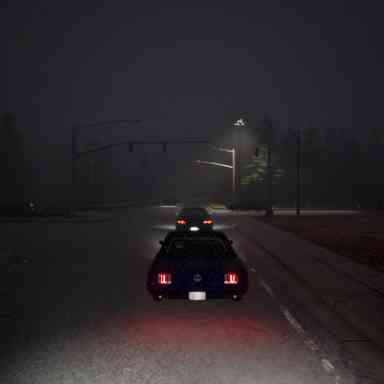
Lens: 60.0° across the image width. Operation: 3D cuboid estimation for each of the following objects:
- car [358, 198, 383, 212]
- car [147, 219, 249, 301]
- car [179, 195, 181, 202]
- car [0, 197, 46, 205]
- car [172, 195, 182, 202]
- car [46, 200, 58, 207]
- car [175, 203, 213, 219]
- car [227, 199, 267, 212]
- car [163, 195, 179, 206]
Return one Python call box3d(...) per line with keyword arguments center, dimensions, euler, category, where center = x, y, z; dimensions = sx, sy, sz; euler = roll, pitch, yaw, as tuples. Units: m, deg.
box3d(center=(21.538, 1.484, 37.922), dimensions=(4.902, 1.511, 2.128), euler=(0, 0, 1), category="car")
box3d(center=(0.103, 1.596, 8.263), dimensions=(1.895, 1.301, 4.718), euler=(0, 0, 0), category="car")
box3d(center=(-3.521, 1.522, 63.775), dimensions=(1.994, 1.385, 4.181), euler=(0, 0, 1), category="car")
box3d(center=(-18.326, 1.363, 34.959), dimensions=(4.553, 1.767, 2.097), euler=(0, 0, 1), category="car")
box3d(center=(-3.387, 1.428, 74.080), dimensions=(1.882, 1.535, 5.008), euler=(0, 0, 1), category="car")
box3d(center=(-17.816, 1.572, 38.650), dimensions=(4.181, 1.385, 1.994), euler=(0, 0, 1), category="car")
box3d(center=(0.108, 1.511, 17.318), dimensions=(1.812, 1.442, 4.674), euler=(0, 0, 0), category="car")
box3d(center=(6.329, 1.523, 38.202), dimensions=(4.674, 1.442, 1.812), euler=(0, 0, 1), category="car")
box3d(center=(-3.568, 1.528, 54.507), dimensions=(1.994, 1.385, 4.181), euler=(0, 0, 0), category="car")
